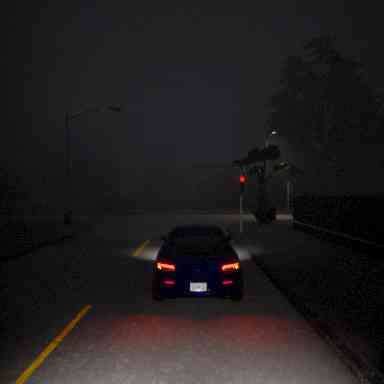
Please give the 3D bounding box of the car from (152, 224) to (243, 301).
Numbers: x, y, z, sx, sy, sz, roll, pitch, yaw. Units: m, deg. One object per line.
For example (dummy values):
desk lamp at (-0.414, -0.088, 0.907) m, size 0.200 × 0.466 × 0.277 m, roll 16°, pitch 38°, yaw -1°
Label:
car at (0.120, 1.526, 8.214) m, size 1.812 × 1.442 × 4.674 m, roll 0°, pitch 0°, yaw 0°
